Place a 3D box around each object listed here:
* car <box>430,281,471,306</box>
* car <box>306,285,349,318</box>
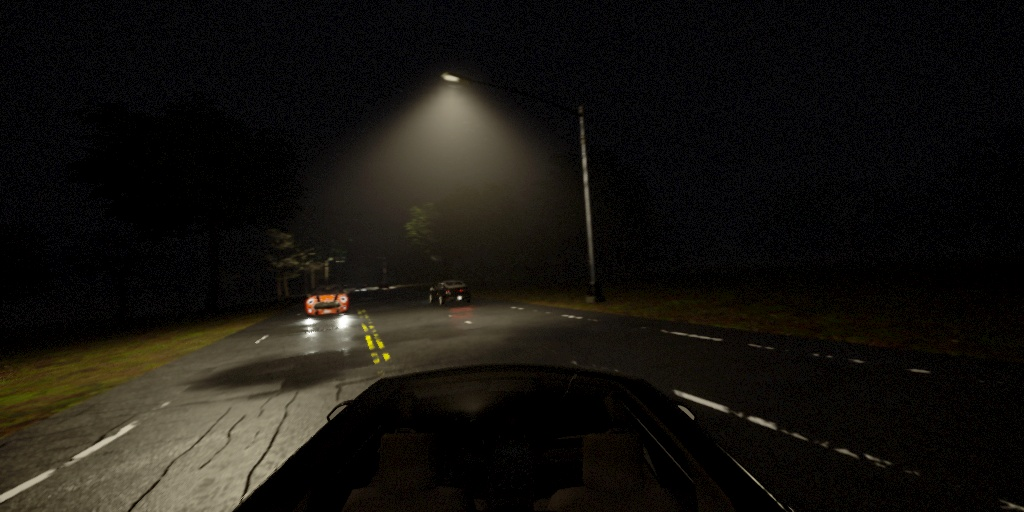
[{"bbox_3d":[-4.098,2.373,23.358,1.837,1.490,4.892,-2,-3,-25],"label":"car"},{"bbox_3d":[-10.815,2.531,21.217,2.097,1.767,4.553,-2,-3,-25],"label":"car"}]
